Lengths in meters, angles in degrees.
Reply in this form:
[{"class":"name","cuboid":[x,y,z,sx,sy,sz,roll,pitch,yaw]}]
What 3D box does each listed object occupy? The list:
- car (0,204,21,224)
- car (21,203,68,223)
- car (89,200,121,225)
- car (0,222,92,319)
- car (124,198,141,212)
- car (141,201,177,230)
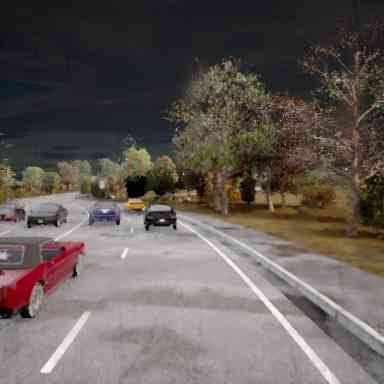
[{"class":"car","cuboid":[-13.800,1.597,24.973,1.994,1.385,4.181,0,0,-14]},{"class":"car","cuboid":[-9.675,1.504,22.552,1.882,1.535,5.008,0,0,-12]},{"class":"car","cuboid":[-6.409,1.372,24.793,2.097,1.767,4.553,0,0,-12]},{"class":"car","cuboid":[-3.778,1.613,7.269,1.895,1.301,4.718,0,0,-4]},{"class":"car","cuboid":[-6.897,1.503,39.308,1.882,1.535,5.008,0,0,-19]},{"class":"car","cuboid":[-2.149,1.488,21.547,1.882,1.535,5.008,0,0,-10]}]
